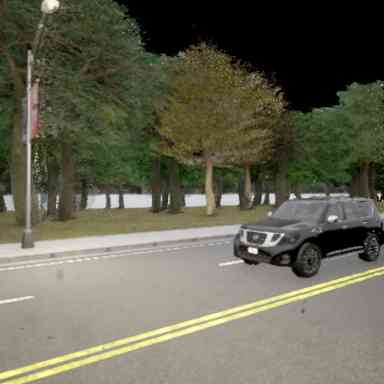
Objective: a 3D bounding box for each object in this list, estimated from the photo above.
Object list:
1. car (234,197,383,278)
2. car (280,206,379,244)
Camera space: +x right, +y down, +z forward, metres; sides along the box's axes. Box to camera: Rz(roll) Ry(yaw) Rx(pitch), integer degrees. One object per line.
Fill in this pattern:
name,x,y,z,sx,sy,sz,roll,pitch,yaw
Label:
car,3.861,1.195,10.443,5.566,2.045,2.150,0,0,-36
car,7.007,1.506,16.697,5.357,1.411,2.033,0,0,-36
